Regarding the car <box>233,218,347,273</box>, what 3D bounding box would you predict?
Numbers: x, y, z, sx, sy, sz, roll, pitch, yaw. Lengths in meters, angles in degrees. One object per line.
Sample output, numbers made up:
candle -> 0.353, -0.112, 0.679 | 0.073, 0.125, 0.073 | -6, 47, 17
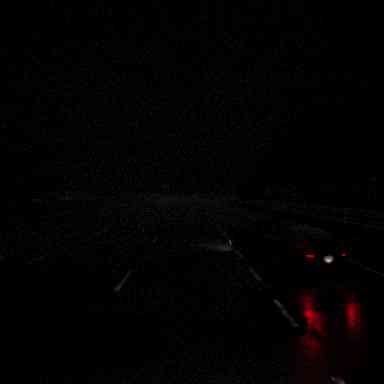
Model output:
car -> 2.944, 1.559, 10.854 | 1.812, 1.442, 4.674 | 1, 0, -15

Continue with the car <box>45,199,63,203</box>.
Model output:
car -> -17.508, 1.711, 41.878 | 1.837, 1.490, 4.892 | 0, 0, 0
